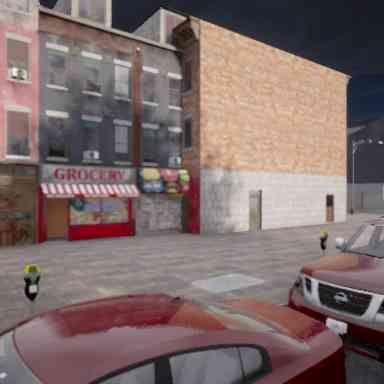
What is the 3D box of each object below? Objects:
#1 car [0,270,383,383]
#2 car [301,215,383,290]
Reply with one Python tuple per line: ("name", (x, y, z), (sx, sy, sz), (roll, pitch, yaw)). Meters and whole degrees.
("car", (-0.748, 1.545, 2.276), (4.507, 1.381, 1.887), (0, 0, -36))
("car", (3.821, 1.320, 5.534), (5.009, 1.841, 2.192), (0, 0, -36))
